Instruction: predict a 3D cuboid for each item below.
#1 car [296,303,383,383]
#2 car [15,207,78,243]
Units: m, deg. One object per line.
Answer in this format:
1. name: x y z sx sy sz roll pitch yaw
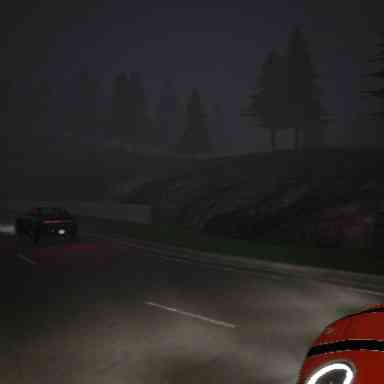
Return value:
1. car: 2.951 1.357 1.926 4.553 1.767 2.097 0 0 35
2. car: -7.073 1.464 15.964 2.128 1.511 4.902 0 0 -40
